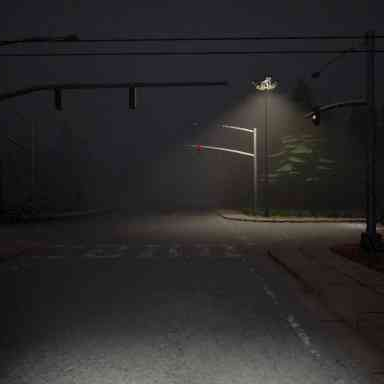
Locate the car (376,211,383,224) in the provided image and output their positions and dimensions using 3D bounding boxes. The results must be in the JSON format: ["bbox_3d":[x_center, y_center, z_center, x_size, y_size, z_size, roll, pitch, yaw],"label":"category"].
[{"bbox_3d":[14.897,1.513,22.164,4.892,1.490,1.837,0,0,1],"label":"car"}]
